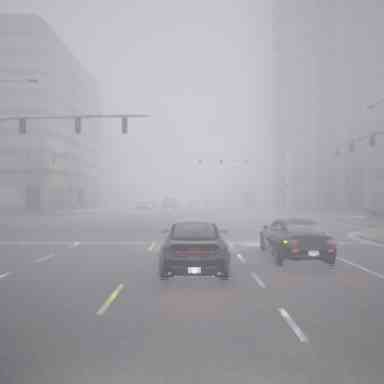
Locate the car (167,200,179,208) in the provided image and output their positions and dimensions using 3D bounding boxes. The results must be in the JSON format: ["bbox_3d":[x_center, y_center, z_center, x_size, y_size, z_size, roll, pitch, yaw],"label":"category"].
[{"bbox_3d":[-3.563,2.187,62.321,1.895,1.301,4.718,0,-1,1],"label":"car"}]

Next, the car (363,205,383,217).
[{"bbox_3d":[20.838,1.873,34.473,5.357,1.411,2.033,0,-1,1],"label":"car"}]

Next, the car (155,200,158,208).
[{"bbox_3d":[-7.082,2.032,58.931,1.882,1.535,5.008,0,-1,0],"label":"car"}]

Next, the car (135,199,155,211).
[{"bbox_3d":[-7.108,2.010,49.107,2.033,1.411,5.357,0,-1,0],"label":"car"}]

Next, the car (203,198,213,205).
[{"bbox_3d":[3.489,2.194,73.703,1.837,1.490,4.892,0,-1,0],"label":"car"}]

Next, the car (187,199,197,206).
[{"bbox_3d":[0.079,2.202,67.837,1.994,1.385,4.181,0,-1,0],"label":"car"}]

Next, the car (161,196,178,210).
[{"bbox_3d":[-3.614,1.714,52.351,2.150,2.045,5.566,0,-1,1],"label":"car"}]

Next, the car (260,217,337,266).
[{"bbox_3d":[3.644,1.639,11.966,1.812,1.442,4.674,0,0,3],"label":"car"}]

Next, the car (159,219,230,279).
[{"bbox_3d":[0.072,1.605,10.306,1.837,1.490,4.892,0,0,0],"label":"car"}]
